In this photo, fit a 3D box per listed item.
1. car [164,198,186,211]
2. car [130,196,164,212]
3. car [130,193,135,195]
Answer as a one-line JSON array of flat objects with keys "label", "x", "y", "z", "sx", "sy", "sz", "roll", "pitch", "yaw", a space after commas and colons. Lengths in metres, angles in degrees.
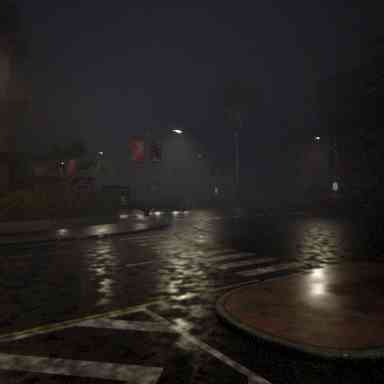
[{"label": "car", "x": -2.550, "y": 1.520, "z": 40.691, "sx": 1.812, "sy": 1.442, "sz": 4.674, "roll": 0, "pitch": 0, "yaw": -35}, {"label": "car", "x": -5.846, "y": 1.542, "z": 39.287, "sx": 2.033, "sy": 1.411, "sz": 5.357, "roll": 0, "pitch": 0, "yaw": -35}, {"label": "car", "x": -13.507, "y": 1.212, "z": 68.396, "sx": 2.150, "sy": 2.045, "sz": 5.566, "roll": 0, "pitch": 0, "yaw": -39}]
